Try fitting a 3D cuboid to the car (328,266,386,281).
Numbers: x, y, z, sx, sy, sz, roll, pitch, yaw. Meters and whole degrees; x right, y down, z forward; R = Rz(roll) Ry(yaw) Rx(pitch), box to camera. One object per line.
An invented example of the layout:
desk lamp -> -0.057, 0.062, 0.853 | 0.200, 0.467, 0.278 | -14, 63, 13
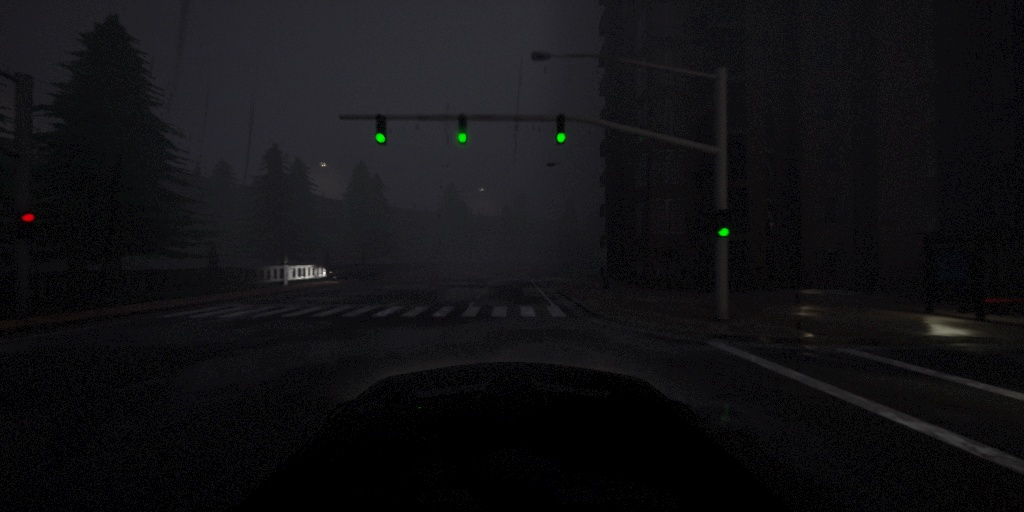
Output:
car -> -13.639, 1.568, 31.811 | 1.895, 1.301, 4.718 | 3, 0, 30
